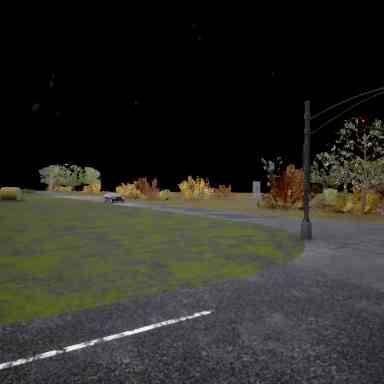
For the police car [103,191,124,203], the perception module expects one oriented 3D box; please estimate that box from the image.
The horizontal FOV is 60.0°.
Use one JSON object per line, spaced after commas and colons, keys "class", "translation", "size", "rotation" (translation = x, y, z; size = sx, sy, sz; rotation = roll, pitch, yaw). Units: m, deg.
{"class": "police car", "translation": [-11.671, 0.744, 49.723], "size": [1.930, 1.638, 5.238], "rotation": [1, 0, -32]}
